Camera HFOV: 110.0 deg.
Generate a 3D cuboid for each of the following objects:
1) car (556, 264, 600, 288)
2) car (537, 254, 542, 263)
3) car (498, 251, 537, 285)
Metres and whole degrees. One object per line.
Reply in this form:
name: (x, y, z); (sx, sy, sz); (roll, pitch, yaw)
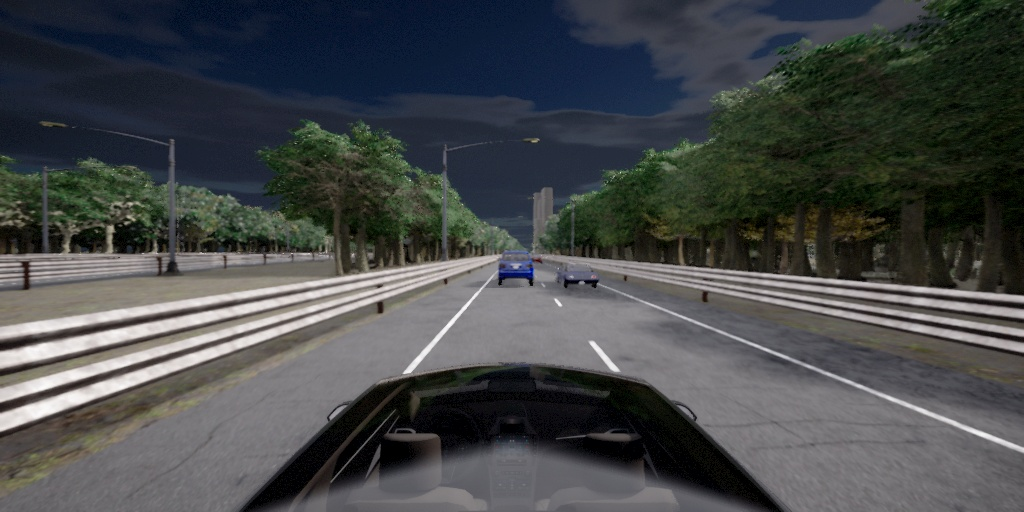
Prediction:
car: (3.721, 1.114, 21.173); (1.895, 1.301, 4.718); (0, 1, 1)
car: (4.042, 0.372, 62.316); (2.097, 1.767, 4.553); (0, 1, 1)
car: (0.246, 0.693, 23.213); (2.150, 2.045, 5.566); (0, 1, 0)
